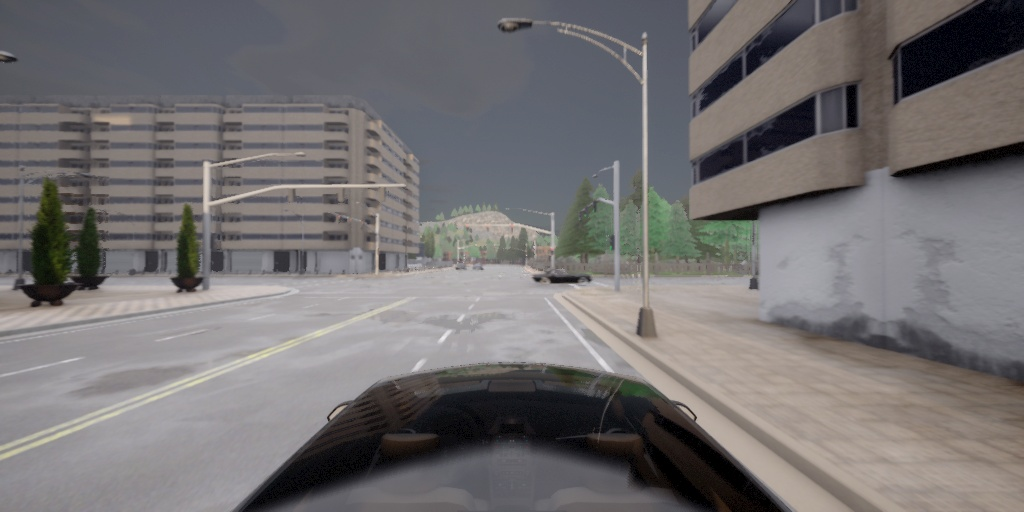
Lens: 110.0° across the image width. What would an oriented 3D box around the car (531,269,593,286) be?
[{"bbox_3d":[3.892,1.663,28.239,4.718,1.301,1.895,0,-1,0],"label":"car"}]
